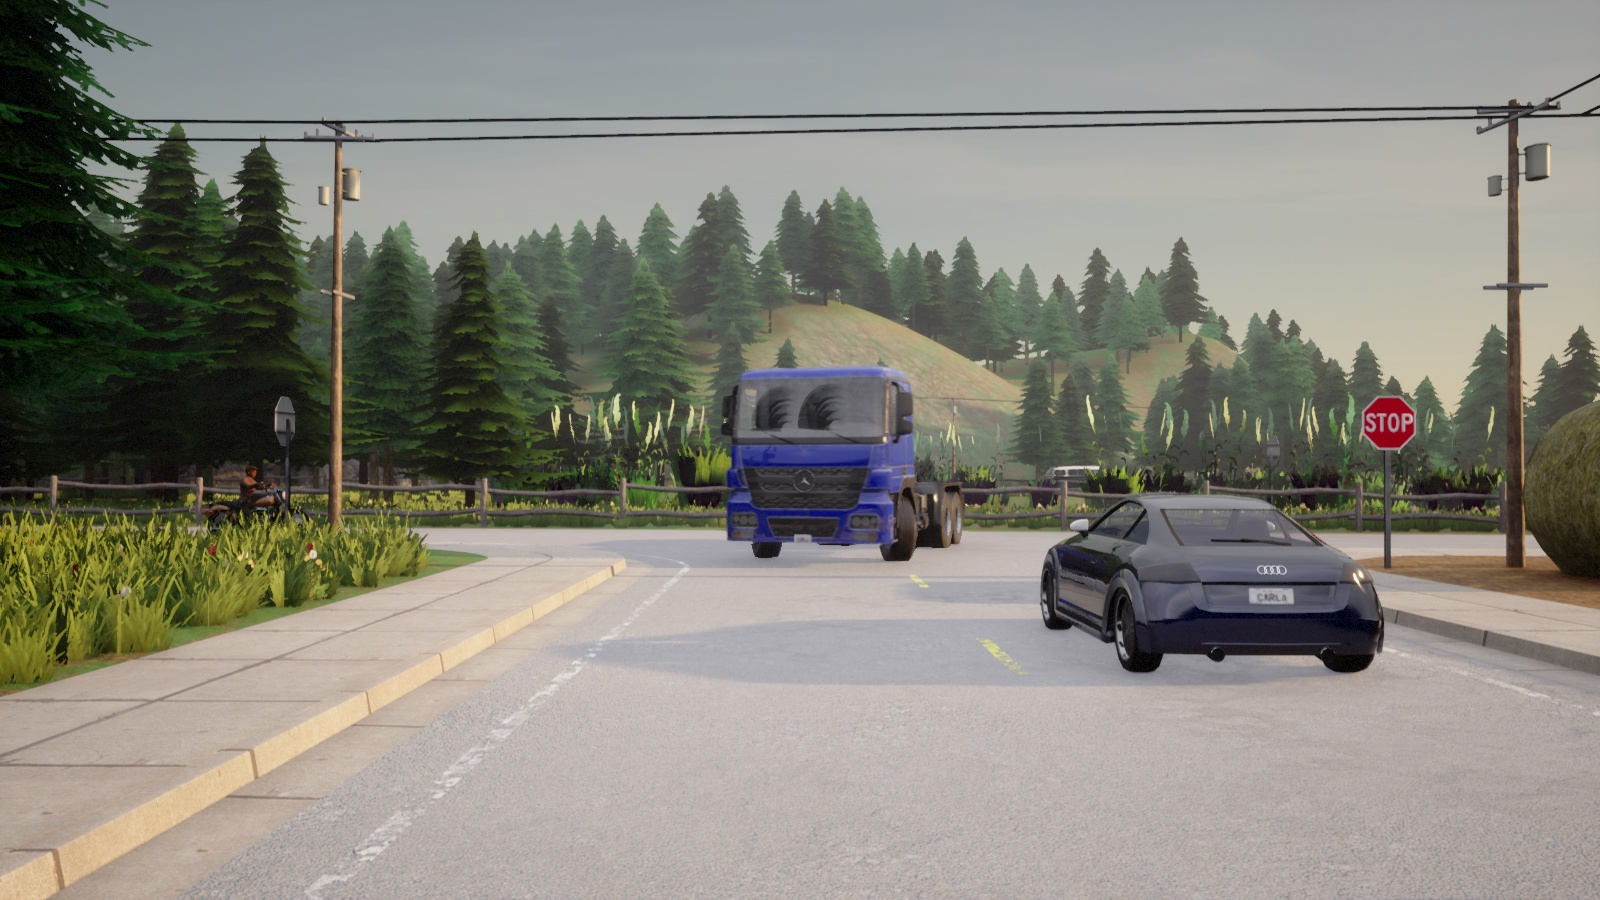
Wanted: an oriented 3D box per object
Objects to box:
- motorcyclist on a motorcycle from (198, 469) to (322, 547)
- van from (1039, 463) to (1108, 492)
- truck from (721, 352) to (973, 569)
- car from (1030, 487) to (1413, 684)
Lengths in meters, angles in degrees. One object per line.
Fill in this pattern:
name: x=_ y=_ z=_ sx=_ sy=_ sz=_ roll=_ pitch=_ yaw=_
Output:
motorcyclist on a motorcycle: x=-11.642 y=1.238 z=27.127 sx=2.350 sy=1.649 sz=0.766 roll=0 pitch=-1 yaw=3
van: x=19.989 y=2.017 z=91.815 sx=4.480 sy=2.038 sz=2.069 roll=0 pitch=-1 yaw=-4
truck: x=1.240 y=0.228 z=24.285 sx=2.891 sy=3.462 sz=7.936 roll=-1 pitch=-1 yaw=17
car: x=3.479 y=1.057 z=11.321 sx=1.994 sy=1.385 sz=4.181 roll=0 pitch=-1 yaw=-1
